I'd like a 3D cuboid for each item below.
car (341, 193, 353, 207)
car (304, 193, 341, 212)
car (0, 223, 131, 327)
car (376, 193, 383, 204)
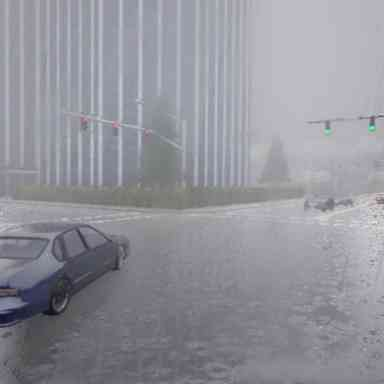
[{"bbox_3d":[17.610,0.867,39.020,2.128,1.511,4.902,1,1,35],"label":"car"},{"bbox_3d":[11.842,0.980,30.777,2.128,1.511,4.902,1,1,35],"label":"car"},{"bbox_3d":[-2.941,1.376,7.118,2.033,1.411,5.357,1,1,7],"label":"car"},{"bbox_3d":[25.938,0.884,44.569,2.033,1.411,5.357,1,1,35],"label":"car"}]
